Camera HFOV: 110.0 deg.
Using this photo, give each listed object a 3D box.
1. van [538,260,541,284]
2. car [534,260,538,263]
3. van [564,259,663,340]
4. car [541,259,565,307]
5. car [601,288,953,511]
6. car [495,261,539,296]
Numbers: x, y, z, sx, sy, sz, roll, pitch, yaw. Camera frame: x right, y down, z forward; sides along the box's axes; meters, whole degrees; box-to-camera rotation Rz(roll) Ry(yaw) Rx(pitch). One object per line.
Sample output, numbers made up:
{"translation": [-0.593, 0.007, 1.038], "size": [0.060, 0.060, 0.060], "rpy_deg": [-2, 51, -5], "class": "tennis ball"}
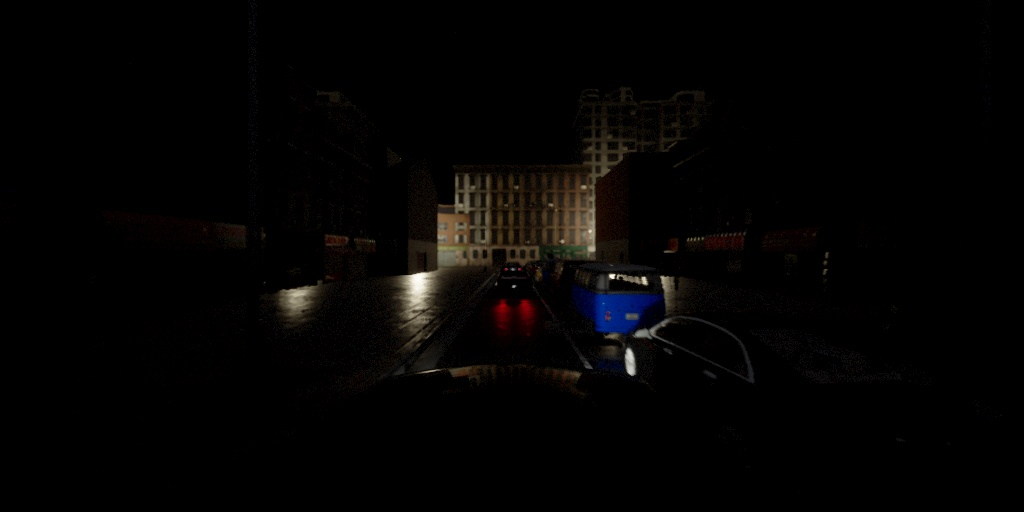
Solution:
{"translation": [2.632, 1.070, 20.643], "size": [1.690, 1.789, 3.998], "rpy_deg": [0, 0, 0], "class": "van"}
{"translation": [2.630, 1.248, 26.289], "size": [1.751, 1.417, 4.829], "rpy_deg": [0, 0, 0], "class": "car"}
{"translation": [2.635, 1.082, 9.692], "size": [1.690, 1.789, 3.998], "rpy_deg": [0, 0, 0], "class": "van"}
{"translation": [2.634, 1.050, 15.167], "size": [2.192, 1.841, 5.009], "rpy_deg": [0, 0, 0], "class": "car"}
{"translation": [2.637, 1.298, 4.217], "size": [2.007, 1.370, 4.403], "rpy_deg": [0, 0, 0], "class": "car"}
{"translation": [0.093, 1.222, 19.273], "size": [2.128, 1.511, 4.902], "rpy_deg": [0, 0, 0], "class": "car"}
